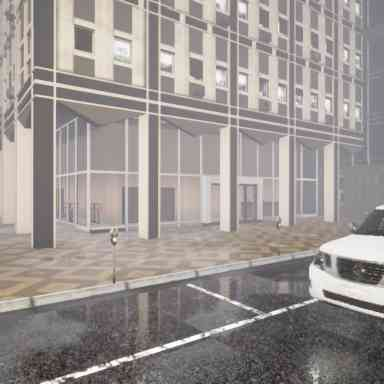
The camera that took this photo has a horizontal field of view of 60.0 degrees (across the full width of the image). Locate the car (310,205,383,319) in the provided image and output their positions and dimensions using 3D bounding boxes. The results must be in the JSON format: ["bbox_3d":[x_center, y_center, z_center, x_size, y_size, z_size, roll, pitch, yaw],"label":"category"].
[{"bbox_3d":[4.786,1.222,6.772,5.566,2.045,2.150,0,0,-35],"label":"car"}]
